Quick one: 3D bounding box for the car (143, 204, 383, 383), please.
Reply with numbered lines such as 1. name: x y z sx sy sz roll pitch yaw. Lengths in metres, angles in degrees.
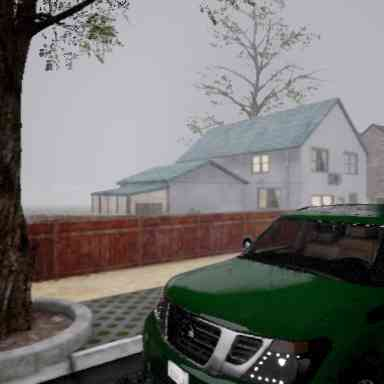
1. car: 2.126 1.218 4.464 5.566 2.045 2.150 0 0 -36
